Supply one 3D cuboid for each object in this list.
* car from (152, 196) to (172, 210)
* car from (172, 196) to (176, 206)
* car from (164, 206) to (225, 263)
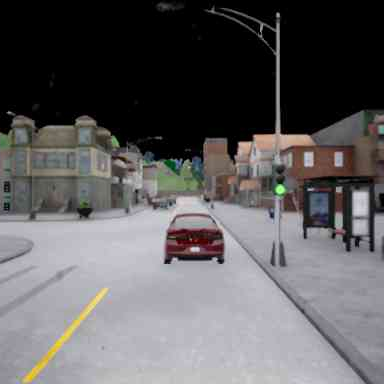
[{"bbox_3d":[-4.088,1.555,44.273,1.837,1.490,4.892,0,0,0],"label":"car"},{"bbox_3d":[-4.046,1.661,53.578,1.895,1.301,4.718,0,0,0],"label":"car"},{"bbox_3d":[0.022,1.491,12.029,1.882,1.535,5.008,0,0,-2],"label":"car"}]
